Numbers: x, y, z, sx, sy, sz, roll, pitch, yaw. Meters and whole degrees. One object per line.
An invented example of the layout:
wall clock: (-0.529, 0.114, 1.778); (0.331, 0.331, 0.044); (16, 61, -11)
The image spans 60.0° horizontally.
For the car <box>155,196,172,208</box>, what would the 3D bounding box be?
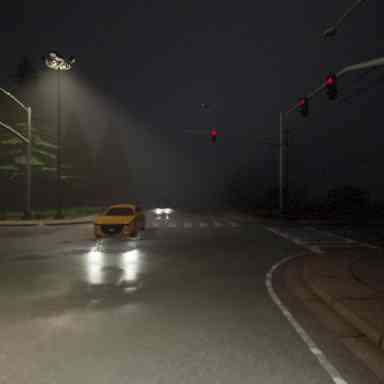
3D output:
car: (-3.630, 1.289, 43.139); (2.128, 1.511, 4.902); (0, 0, 0)

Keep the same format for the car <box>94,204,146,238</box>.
car: (-3.552, 1.394, 17.132); (1.882, 1.535, 5.008); (0, 0, 0)
